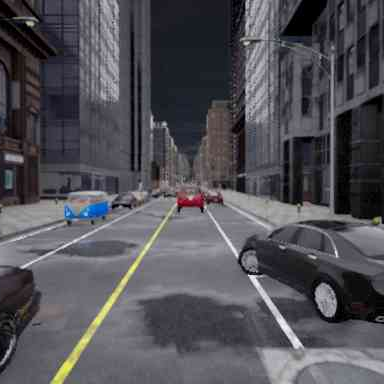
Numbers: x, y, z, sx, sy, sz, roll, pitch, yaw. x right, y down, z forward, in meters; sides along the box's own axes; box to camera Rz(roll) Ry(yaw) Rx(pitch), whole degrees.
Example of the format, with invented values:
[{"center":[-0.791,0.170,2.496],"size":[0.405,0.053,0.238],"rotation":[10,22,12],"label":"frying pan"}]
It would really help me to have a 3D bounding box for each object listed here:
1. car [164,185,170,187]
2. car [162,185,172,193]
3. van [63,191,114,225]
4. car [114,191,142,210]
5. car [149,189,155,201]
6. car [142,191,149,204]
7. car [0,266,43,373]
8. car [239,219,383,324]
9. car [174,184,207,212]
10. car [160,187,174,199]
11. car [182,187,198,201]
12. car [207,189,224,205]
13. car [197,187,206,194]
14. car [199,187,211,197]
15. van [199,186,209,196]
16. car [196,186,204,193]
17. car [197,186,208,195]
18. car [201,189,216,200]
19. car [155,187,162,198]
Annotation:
[{"center":[-6.345,-0.399,69.758],"size":[2.192,1.841,5.009],"rotation":[1,1,0],"label":"car"},{"center":[-6.465,-0.807,86.627],"size":[2.192,1.841,5.009],"rotation":[1,1,0],"label":"car"},{"center":[-5.984,0.866,19.155],"size":[1.690,1.788,3.998],"rotation":[1,1,0],"label":"van"},{"center":[-6.067,0.814,30.405],"size":[1.947,1.339,4.313],"rotation":[1,1,0],"label":"car"},{"center":[-6.147,0.523,41.651],"size":[2.008,1.369,4.403],"rotation":[1,1,0],"label":"car"},{"center":[-6.105,0.640,35.858],"size":[1.752,1.417,4.829],"rotation":[1,1,0],"label":"car"},{"center":[-3.120,1.480,2.613],"size":[2.033,1.411,5.357],"rotation":[0,1,0],"label":"car"},{"center":[2.666,1.330,6.925],"size":[1.837,1.490,4.892],"rotation":[0,2,-15],"label":"car"},{"center":[-0.113,0.529,28.020],"size":[2.150,2.045,5.566],"rotation":[0,2,0],"label":"car"},{"center":[-3.378,0.286,51.835],"size":[1.994,1.385,4.181],"rotation":[0,1,0],"label":"car"},{"center":[-0.232,0.232,45.289],"size":[2.097,1.767,4.553],"rotation":[0,1,0],"label":"car"},{"center":[2.419,0.651,36.082],"size":[1.887,1.381,4.507],"rotation":[1,1,0],"label":"car"},{"center":[2.139,-0.304,75.440],"size":[2.008,1.369,4.403],"rotation":[1,1,0],"label":"car"},{"center":[2.260,-0.005,58.569],"size":[1.967,1.590,4.097],"rotation":[1,1,0],"label":"car"},{"center":[2.221,-0.241,64.190],"size":[1.690,1.788,3.998],"rotation":[1,1,0],"label":"van"},{"center":[2.060,-0.686,86.682],"size":[1.967,1.590,4.097],"rotation":[1,1,0],"label":"car"},{"center":[2.181,-0.403,69.811],"size":[2.192,1.841,5.009],"rotation":[1,1,0],"label":"car"},{"center":[2.339,0.375,47.327],"size":[1.887,1.381,4.507],"rotation":[1,1,0],"label":"car"},{"center":[-6.227,0.262,52.897],"size":[1.947,1.339,4.313],"rotation":[1,1,0],"label":"car"}]
